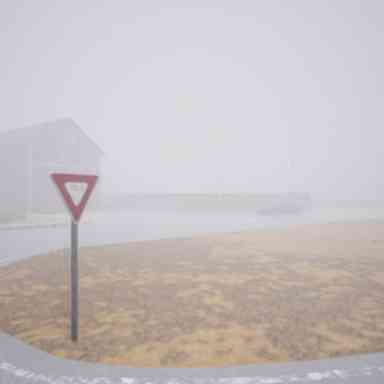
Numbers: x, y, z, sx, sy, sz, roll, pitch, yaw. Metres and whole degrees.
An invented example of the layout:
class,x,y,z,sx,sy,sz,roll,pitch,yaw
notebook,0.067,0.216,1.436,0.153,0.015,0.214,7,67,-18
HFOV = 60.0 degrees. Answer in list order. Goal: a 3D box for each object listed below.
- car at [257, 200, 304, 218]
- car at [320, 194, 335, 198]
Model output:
class,x,y,z,sx,sy,sz,roll,pitch,yaw
car,8.065,1.487,30.323,5.008,1.535,1.882,1,-1,-35
car,34.544,1.660,83.649,2.242,1.667,4.611,0,0,35
